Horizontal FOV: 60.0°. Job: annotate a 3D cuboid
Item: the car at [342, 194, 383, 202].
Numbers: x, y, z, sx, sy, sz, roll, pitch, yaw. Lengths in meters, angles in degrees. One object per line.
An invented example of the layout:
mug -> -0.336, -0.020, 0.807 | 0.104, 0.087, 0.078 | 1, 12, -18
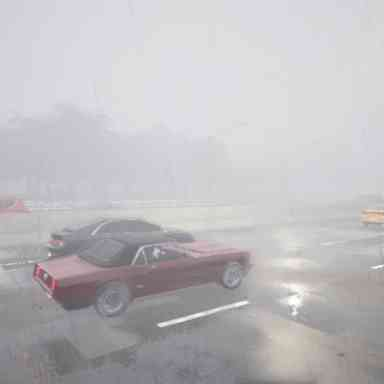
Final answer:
car -> 21.173, 1.252, 40.432 | 5.566, 2.045, 2.150 | 0, 0, -35

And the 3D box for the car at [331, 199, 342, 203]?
car -> 19.659, 1.604, 43.636 | 4.181, 1.385, 1.994 | 0, 0, -35

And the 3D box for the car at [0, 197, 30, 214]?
car -> -11.472, 1.280, 17.300 | 5.566, 2.045, 2.150 | 0, 0, -36

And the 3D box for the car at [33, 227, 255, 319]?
car -> -0.824, 1.619, 7.457 | 4.718, 1.301, 1.895 | 0, 0, -36

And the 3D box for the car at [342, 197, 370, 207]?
car -> 25.706, 1.539, 52.114 | 4.892, 1.490, 1.837 | -1, 0, -34

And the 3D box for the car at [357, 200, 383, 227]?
car -> 12.950, 1.492, 21.551 | 5.008, 1.535, 1.882 | 0, 0, -35

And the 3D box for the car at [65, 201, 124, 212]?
car -> -8.212, 1.565, 28.225 | 4.902, 1.511, 2.128 | 0, 0, -35

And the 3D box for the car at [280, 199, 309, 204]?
car -> 14.978, 1.661, 48.900 | 4.718, 1.301, 1.895 | 0, 0, -35

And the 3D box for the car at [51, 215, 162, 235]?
car -> -2.068, 1.532, 10.868 | 4.892, 1.490, 1.837 | 0, 0, -36
